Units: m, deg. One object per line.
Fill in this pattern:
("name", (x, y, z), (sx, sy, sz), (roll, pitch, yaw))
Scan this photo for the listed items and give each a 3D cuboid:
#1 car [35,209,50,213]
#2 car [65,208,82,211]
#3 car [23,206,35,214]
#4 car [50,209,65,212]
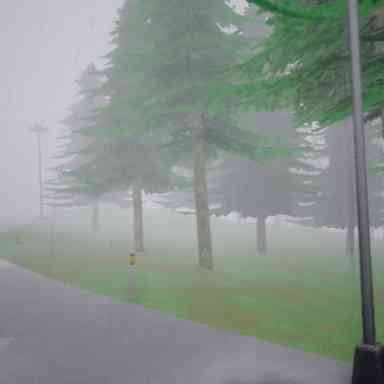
("car", (-37.047, 4.464, 83.590), (1.812, 1.442, 4.674), (-2, -2, -7))
("car", (-30.091, 4.256, 84.349), (1.994, 1.385, 4.181), (-2, -2, -7))
("car", (-40.525, 4.412, 83.169), (2.097, 1.767, 4.553), (-2, -2, -7))
("car", (-33.571, 4.347, 83.986), (1.812, 1.442, 4.674), (-2, -2, -7))
